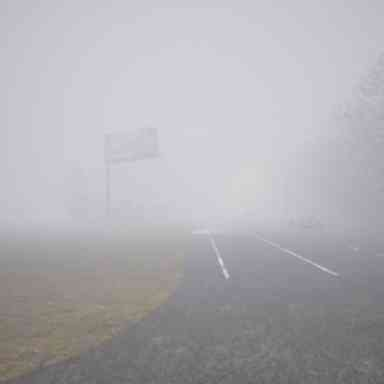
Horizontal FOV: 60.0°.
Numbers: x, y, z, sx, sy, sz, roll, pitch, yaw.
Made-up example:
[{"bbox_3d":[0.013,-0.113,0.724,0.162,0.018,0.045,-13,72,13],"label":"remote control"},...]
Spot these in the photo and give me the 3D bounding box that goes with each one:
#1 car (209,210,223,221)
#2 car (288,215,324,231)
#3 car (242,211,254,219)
[{"bbox_3d":[4.003,4.324,58.410,1.812,1.442,4.674,-2,-3,3],"label":"car"},{"bbox_3d":[10.359,2.804,30.669,2.033,1.411,5.357,-2,-3,1],"label":"car"},{"bbox_3d":[11.108,4.504,66.309,1.837,1.490,4.892,-2,-3,1],"label":"car"}]
